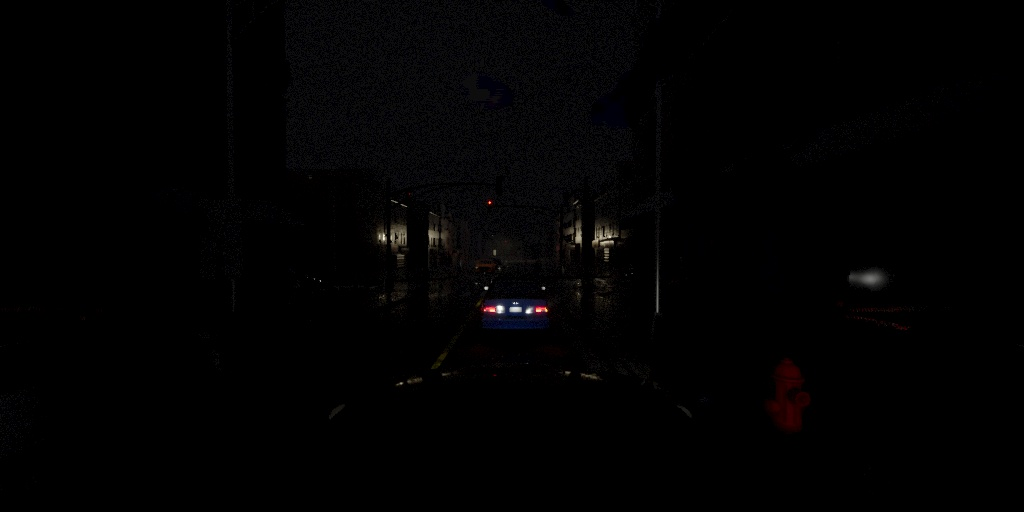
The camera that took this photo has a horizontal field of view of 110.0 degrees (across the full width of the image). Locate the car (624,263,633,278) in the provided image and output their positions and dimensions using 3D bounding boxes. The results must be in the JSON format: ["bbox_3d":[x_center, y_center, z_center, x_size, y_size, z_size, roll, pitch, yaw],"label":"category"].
[{"bbox_3d":[10.572,0.732,26.162,4.553,1.767,2.097,-2,1,1],"label":"car"}]

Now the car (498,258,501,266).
[{"bbox_3d":[-2.852,1.041,48.936,1.837,1.490,4.892,0,0,0],"label":"car"}]

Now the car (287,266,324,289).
[{"bbox_3d":[-14.800,1.378,23.102,4.892,1.490,1.837,0,1,-2],"label":"car"}]

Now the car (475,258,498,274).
[{"bbox_3d":[-2.851,1.082,38.707,1.882,1.535,5.008,0,0,0],"label":"car"}]

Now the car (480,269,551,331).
[{"bbox_3d":[0.088,1.286,10.842,2.033,1.411,5.357,0,0,0],"label":"car"}]
